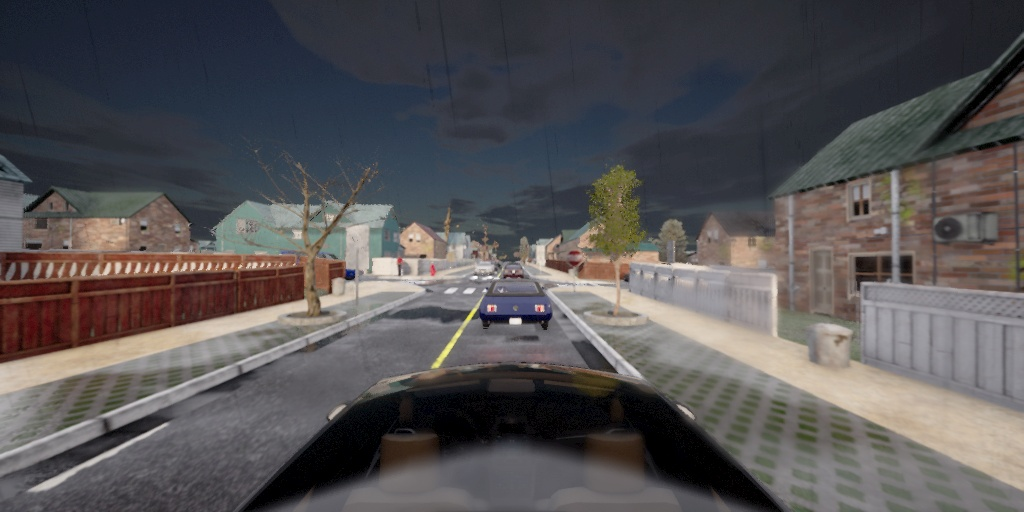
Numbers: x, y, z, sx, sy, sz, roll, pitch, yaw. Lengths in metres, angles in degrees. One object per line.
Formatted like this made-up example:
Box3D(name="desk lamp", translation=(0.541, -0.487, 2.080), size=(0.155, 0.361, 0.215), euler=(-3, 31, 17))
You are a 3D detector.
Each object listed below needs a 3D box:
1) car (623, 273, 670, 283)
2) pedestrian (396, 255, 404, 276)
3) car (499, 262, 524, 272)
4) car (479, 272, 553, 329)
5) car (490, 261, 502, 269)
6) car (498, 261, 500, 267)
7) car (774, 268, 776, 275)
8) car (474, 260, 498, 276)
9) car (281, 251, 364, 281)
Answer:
Box3D(name="car", translation=(11.226, 1.549, 27.844), size=(5.008, 1.535, 1.882), euler=(1, -1, 0))
Box3D(name="pedestrian", translation=(-9.634, 0.792, 30.761), size=(0.375, 1.860, 0.375), euler=(0, -2, 0))
Box3D(name="car", translation=(0.115, 1.341, 32.990), size=(2.033, 1.411, 5.357), euler=(0, 1, 0))
Box3D(name="car", translation=(0.096, 1.353, 11.247), size=(1.895, 1.301, 4.718), euler=(0, 0, 0))
Box3D(name="car", translation=(-2.799, 1.458, 62.388), size=(1.895, 1.301, 4.718), euler=(0, 0, 0))
Box3D(name="car", translation=(-2.853, 1.302, 48.487), size=(2.128, 1.511, 4.902), euler=(0, 0, 0))
Box3D(name="car", translation=(21.055, 1.646, 27.842), size=(4.553, 1.767, 2.097), euler=(1, -1, 0))
Box3D(name="car", translation=(-2.886, 1.312, 38.396), size=(1.812, 1.442, 4.674), euler=(0, 0, 2))
Box3D(name="car", translation=(-13.331, 0.693, 24.927), size=(5.566, 2.045, 2.150), euler=(1, -1, -1))
